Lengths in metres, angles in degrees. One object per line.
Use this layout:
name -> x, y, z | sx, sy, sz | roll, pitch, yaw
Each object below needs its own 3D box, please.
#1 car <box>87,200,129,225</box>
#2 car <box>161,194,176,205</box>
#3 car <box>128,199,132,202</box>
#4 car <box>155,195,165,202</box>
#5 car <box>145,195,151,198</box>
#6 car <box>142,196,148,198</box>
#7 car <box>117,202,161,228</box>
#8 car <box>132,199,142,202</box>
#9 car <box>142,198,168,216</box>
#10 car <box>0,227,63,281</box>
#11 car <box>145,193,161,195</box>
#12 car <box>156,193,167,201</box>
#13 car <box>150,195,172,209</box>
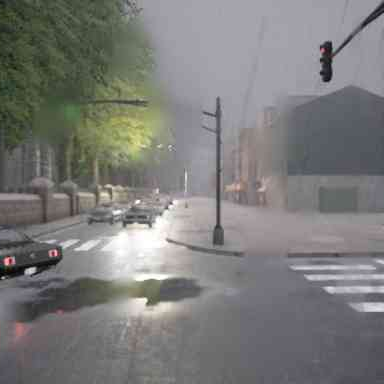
car -> -5.912, 1.467, 22.979 | 2.008, 1.369, 4.403 | 2, 0, -1
car -> -4.030, 1.408, 53.627 | 1.812, 1.442, 4.674 | 0, 0, -1
car -> -5.984, 1.437, 24.951 | 1.752, 1.417, 4.829 | 2, 0, -1
car -> -7.111, 1.411, 73.532 | 1.752, 1.417, 4.829 | 1, 0, -1
car -> -6.455, 1.458, 46.458 | 1.802, 1.307, 4.206 | 1, 0, -1
car -> -6.190, 1.456, 35.561 | 1.947, 1.339, 4.313 | 1, 0, -1
car -> -3.331, 1.530, 21.768 | 1.895, 1.301, 4.718 | 0, 0, -1
car -> -6.058, 1.451, 30.113 | 2.008, 1.369, 4.403 | 2, 0, -1
car -> -3.561, 1.509, 30.977 | 1.895, 1.301, 4.718 | 0, 0, -1
car -> -5.810, 1.580, 8.737 | 4.718, 1.301, 1.895 | 0, -1, 24
car -> -6.580, 1.188, 51.907 | 2.192, 1.841, 5.009 | 1, 0, -1
car -> -7.242, 1.210, 79.151 | 2.192, 1.841, 5.009 | 1, 0, -1
car -> -3.782, 1.417, 40.695 | 1.812, 1.442, 4.674 | 0, 0, -1
